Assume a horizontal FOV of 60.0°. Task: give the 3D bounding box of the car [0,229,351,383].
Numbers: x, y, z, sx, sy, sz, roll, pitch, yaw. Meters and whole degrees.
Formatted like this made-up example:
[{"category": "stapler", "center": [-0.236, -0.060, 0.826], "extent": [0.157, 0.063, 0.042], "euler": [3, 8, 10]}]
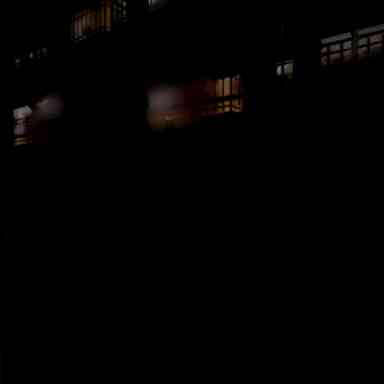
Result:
[{"category": "car", "center": [-1.070, 1.342, 3.428], "extent": [5.009, 1.841, 2.192], "euler": [-1, 0, 35]}]
